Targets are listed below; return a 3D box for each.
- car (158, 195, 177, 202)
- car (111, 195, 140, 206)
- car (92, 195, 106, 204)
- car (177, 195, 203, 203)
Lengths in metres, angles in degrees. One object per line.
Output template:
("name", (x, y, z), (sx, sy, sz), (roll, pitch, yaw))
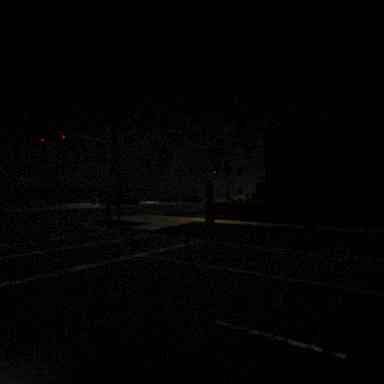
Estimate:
("car", (-4.915, 1.361, 69.561), (1.895, 1.301, 4.718), (0, 0, 36))
("car", (-10.223, 1.403, 50.552), (1.895, 1.301, 4.718), (0, 0, 36))
("car", (-14.599, 1.244, 56.385), (1.882, 1.535, 5.008), (0, 0, 36))
("car", (-0.027, 1.351, 64.417), (2.033, 1.411, 5.357), (0, 0, 37))
